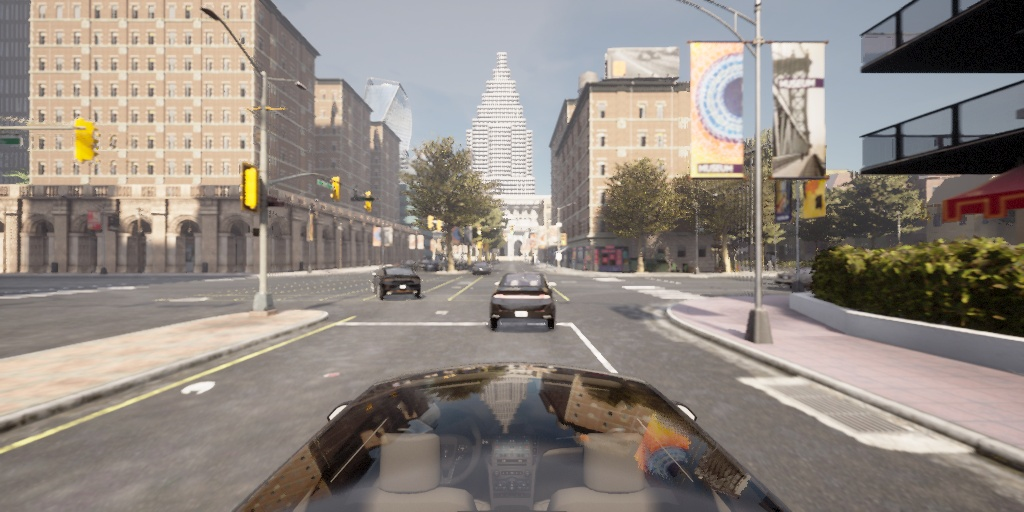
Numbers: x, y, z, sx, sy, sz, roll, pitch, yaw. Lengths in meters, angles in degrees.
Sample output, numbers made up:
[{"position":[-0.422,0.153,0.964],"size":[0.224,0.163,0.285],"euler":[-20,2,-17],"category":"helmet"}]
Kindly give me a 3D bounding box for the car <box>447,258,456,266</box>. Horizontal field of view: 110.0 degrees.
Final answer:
[{"position":[-11.482,1.415,62.629],"size":[1.837,1.490,4.892],"euler":[0,0,0],"category":"car"}]

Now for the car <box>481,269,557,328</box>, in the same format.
[{"position":[0.410,1.268,11.568],"size":[2.128,1.511,4.902],"euler":[0,0,4],"category":"car"}]

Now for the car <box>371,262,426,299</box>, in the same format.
[{"position":[-6.137,1.272,18.698],"size":[1.882,1.535,5.008],"euler":[1,-1,-27],"category":"car"}]

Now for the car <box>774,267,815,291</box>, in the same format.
[{"position":[18.910,1.348,21.521],"size":[5.357,1.411,2.033],"euler":[0,0,1],"category":"car"}]

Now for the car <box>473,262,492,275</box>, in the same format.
[{"position":[-3.389,1.417,41.188],"size":[1.994,1.385,4.181],"euler":[0,0,0],"category":"car"}]

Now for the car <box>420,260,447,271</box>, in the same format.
[{"position":[-11.485,1.375,52.631],"size":[2.128,1.511,4.902],"euler":[0,0,0],"category":"car"}]

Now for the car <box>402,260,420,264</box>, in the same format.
[{"position":[-14.985,1.389,52.613],"size":[1.837,1.490,4.892],"euler":[0,0,0],"category":"car"}]
